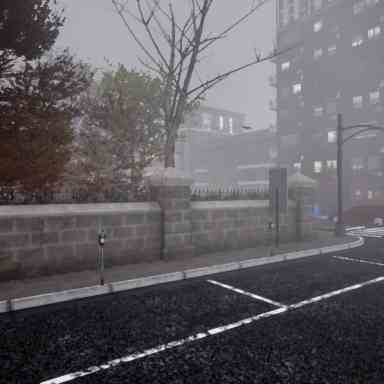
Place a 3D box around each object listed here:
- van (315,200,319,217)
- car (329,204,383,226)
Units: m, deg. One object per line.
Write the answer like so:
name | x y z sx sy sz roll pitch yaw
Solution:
van | 10.421 1.646 32.627 1.690 1.788 3.998 -1 0 -36
car | 12.860 1.668 25.051 1.882 1.535 5.008 -1 0 -40
